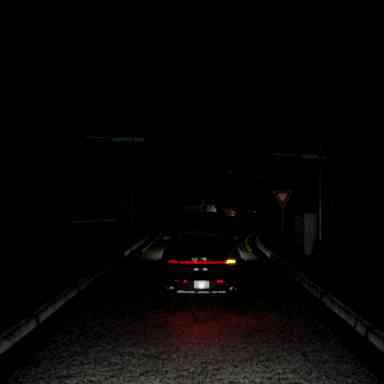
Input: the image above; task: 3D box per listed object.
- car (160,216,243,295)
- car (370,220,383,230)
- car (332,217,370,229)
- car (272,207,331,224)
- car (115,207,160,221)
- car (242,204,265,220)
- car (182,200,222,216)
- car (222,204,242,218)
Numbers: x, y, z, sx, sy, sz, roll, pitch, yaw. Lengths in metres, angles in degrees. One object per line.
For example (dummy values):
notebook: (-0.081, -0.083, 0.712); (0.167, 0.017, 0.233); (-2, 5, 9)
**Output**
car: (0.237, 1.626, 9.020); (1.837, 1.490, 4.892); (0, -1, 1)
car: (24.402, 4.423, 46.627); (2.002, 1.452, 4.674); (7, -3, -31)
car: (21.444, 4.139, 46.043); (2.002, 1.452, 4.674); (6, -3, -31)
car: (12.818, 2.817, 38.985); (5.566, 2.045, 2.150); (6, -2, -11)
car: (-5.872, 2.329, 35.738); (4.718, 1.301, 1.895); (-2, -1, -4)
car: (6.707, 2.556, 43.050); (2.185, 1.767, 4.553); (6, -3, -32)
car: (0.881, 2.024, 41.822); (2.435, 2.045, 5.566); (1, -2, -31)
car: (3.747, 2.310, 42.480); (2.185, 1.767, 4.553); (4, -3, -32)
